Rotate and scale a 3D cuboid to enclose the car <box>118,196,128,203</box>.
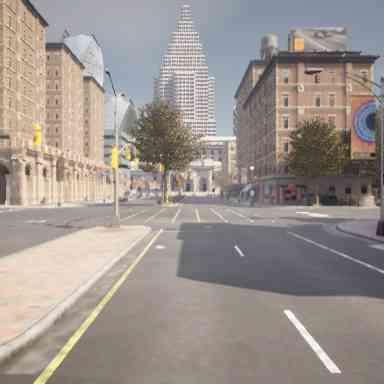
[{"bbox_3d":[-14.749,1.559,69.442,1.895,1.301,4.718,0,0,0],"label":"car"}]
